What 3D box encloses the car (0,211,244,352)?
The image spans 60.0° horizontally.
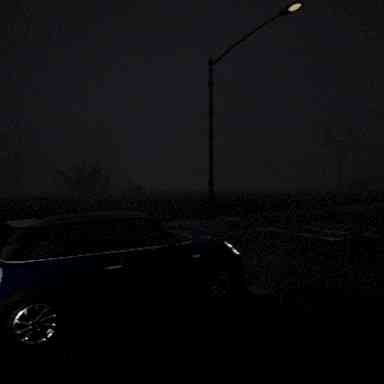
[{"bbox_3d":[-1.240,1.136,6.055,4.553,1.767,2.097,-2,3,-32],"label":"car"}]
